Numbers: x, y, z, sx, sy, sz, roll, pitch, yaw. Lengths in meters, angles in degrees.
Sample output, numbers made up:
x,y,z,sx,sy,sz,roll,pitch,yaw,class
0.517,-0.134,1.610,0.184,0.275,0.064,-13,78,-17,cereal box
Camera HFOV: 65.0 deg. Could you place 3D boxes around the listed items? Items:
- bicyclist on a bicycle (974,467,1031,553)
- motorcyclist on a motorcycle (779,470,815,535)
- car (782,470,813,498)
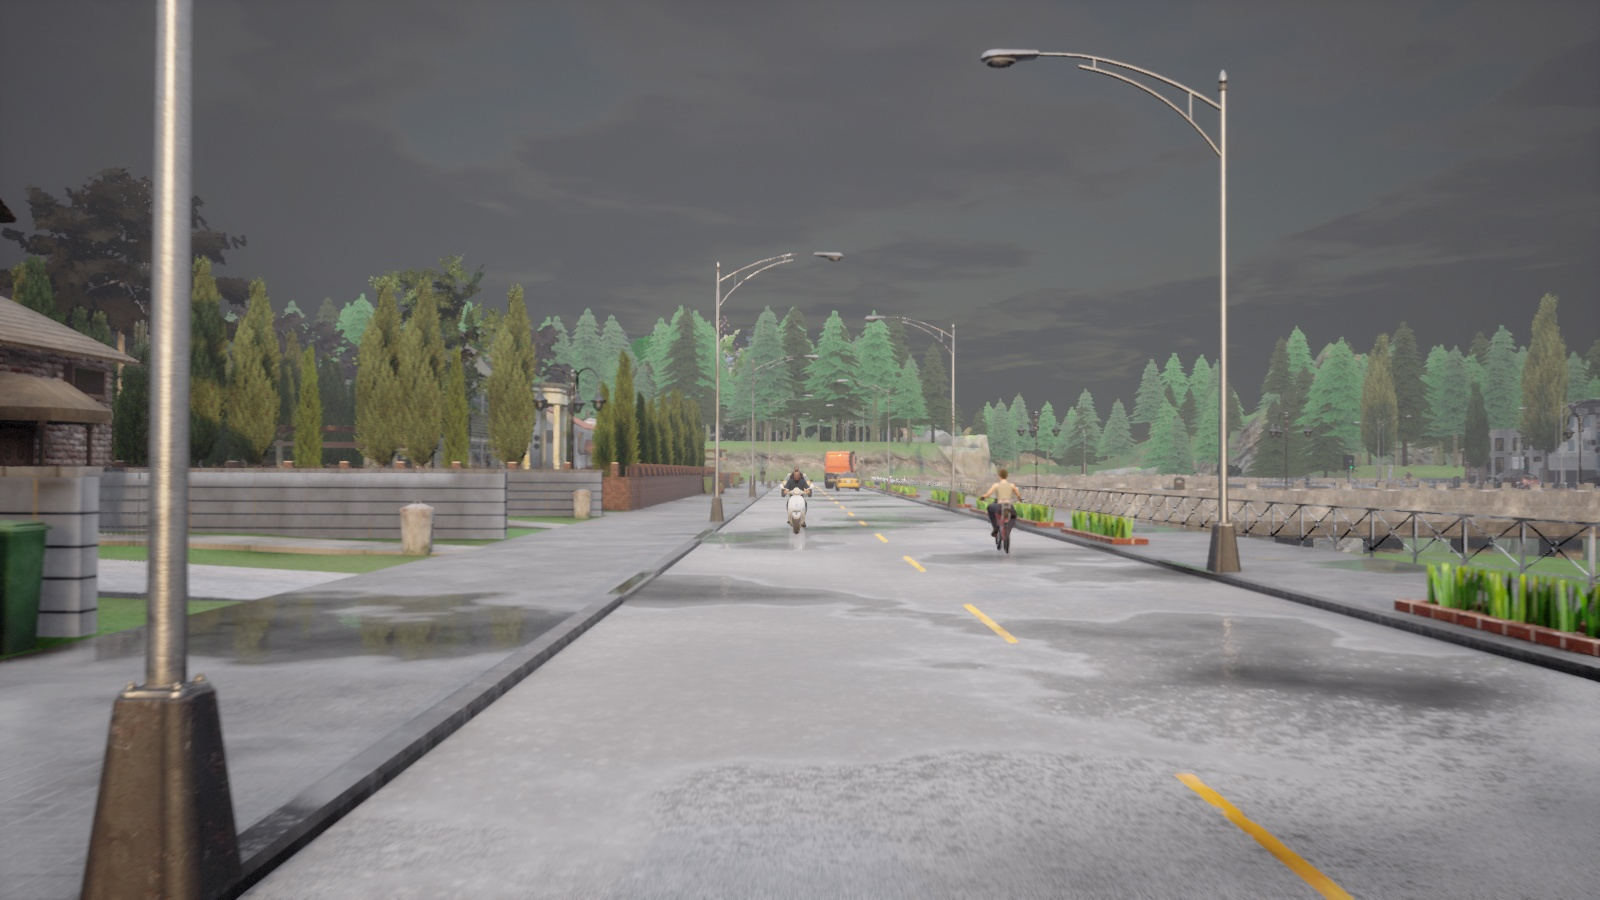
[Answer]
x,y,z,sx,sy,sz,roll,pitch,yaw,class
3.937,1.146,24.527,0.866,1.612,1.509,0,-1,0,bicyclist on a bicycle
-0.074,1.295,31.469,0.866,1.590,1.817,0,-1,0,motorcyclist on a motorcycle
-0.178,2.021,75.664,1.801,1.575,5.366,0,-1,0,car
